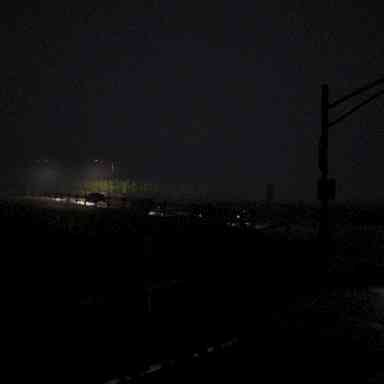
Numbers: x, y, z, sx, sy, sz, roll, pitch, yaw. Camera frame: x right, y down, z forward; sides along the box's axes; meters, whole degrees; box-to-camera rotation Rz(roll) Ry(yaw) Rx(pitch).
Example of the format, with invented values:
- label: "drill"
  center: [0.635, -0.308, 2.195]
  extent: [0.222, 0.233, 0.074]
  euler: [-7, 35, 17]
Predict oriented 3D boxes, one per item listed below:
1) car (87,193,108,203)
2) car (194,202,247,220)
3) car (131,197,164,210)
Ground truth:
- label: "car"
  center: [-13.847, 0.862, 48.613]
  extent: [1.837, 1.490, 4.892]
  euler: [1, 0, -35]
- label: "car"
  center: [2.130, 1.454, 26.094]
  extent: [1.895, 1.301, 4.718]
  euler: [1, 0, -35]
- label: "car"
  center: [-4.666, 1.241, 35.648]
  extent: [1.895, 1.301, 4.718]
  euler: [1, 0, -35]
